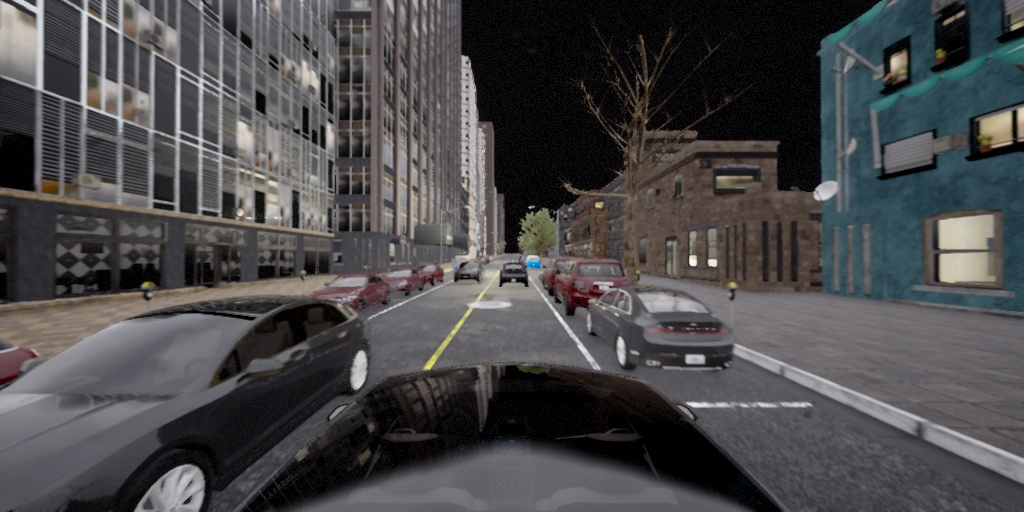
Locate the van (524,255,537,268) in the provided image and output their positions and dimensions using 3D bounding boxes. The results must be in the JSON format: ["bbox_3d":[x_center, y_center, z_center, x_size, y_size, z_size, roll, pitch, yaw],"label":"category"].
[{"bbox_3d":[2.694,0.868,46.290,1.690,1.789,3.998,0,0,0],"label":"van"}]

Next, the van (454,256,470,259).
[{"bbox_3d":[-5.687,0.900,40.743,1.690,1.789,3.998,0,0,0],"label":"van"}]

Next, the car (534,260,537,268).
[{"bbox_3d":[2.693,1.172,24.274,1.751,1.417,4.829,0,0,0],"label":"car"}]

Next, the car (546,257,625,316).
[{"bbox_3d":[2.692,1.015,13.008,2.192,1.841,5.009,0,0,0],"label":"car"}]

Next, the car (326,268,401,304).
[{"bbox_3d":[-5.689,1.283,13.008,1.802,1.307,4.207,0,0,0],"label":"car"}]

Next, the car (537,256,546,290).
[{"bbox_3d":[2.693,0.989,18.557,2.192,1.841,5.009,0,0,0],"label":"car"}]

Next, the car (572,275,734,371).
[{"bbox_3d":[2.692,1.276,7.462,2.007,1.370,4.403,0,0,0],"label":"car"}]

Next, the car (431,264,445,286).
[{"bbox_3d":[-5.688,1.193,24.103,1.888,1.381,4.507,0,0,0],"label":"car"}]

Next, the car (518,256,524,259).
[{"bbox_3d":[0.103,1.090,43.719,2.033,1.411,5.357,0,0,0],"label":"car"}]

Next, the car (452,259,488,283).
[{"bbox_3d":[-3.055,1.144,26.154,1.837,1.490,4.892,0,0,0],"label":"car"}]

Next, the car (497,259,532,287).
[{"bbox_3d":[0.099,1.157,23.532,1.837,1.490,4.892,0,1,0],"label":"car"}]

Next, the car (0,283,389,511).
[{"bbox_3d":[-3.093,1.248,3.770,1.837,1.490,4.892,0,0,0],"label":"car"}]

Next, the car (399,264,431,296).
[{"bbox_3d":[-5.688,1.257,18.557,1.802,1.307,4.207,0,0,0],"label":"car"}]
